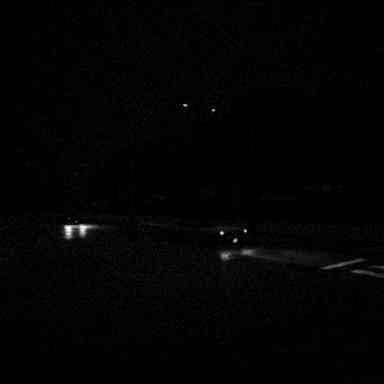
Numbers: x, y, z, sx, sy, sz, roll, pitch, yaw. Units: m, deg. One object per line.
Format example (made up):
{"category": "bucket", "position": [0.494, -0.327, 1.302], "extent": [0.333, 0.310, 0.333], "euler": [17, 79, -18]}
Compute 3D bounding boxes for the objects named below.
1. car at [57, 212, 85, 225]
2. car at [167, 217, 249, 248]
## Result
{"category": "car", "position": [-13.341, 2.894, 36.517], "extent": [1.895, 1.301, 4.718], "euler": [-1, -2, -35]}
{"category": "car", "position": [0.674, 1.972, 16.895], "extent": [1.895, 1.301, 4.718], "euler": [-1, -2, -36]}
